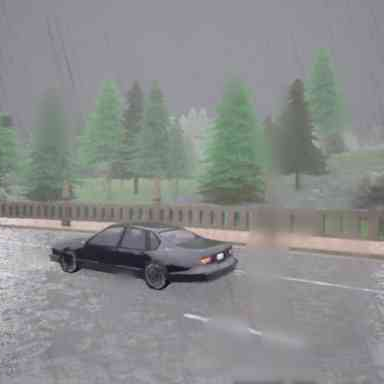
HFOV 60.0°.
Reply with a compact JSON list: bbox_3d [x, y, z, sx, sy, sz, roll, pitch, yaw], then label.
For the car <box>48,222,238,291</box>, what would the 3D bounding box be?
[{"bbox_3d":[-1.488,1.522,8.940,5.357,1.411,2.033,0,0,32],"label":"car"}]
